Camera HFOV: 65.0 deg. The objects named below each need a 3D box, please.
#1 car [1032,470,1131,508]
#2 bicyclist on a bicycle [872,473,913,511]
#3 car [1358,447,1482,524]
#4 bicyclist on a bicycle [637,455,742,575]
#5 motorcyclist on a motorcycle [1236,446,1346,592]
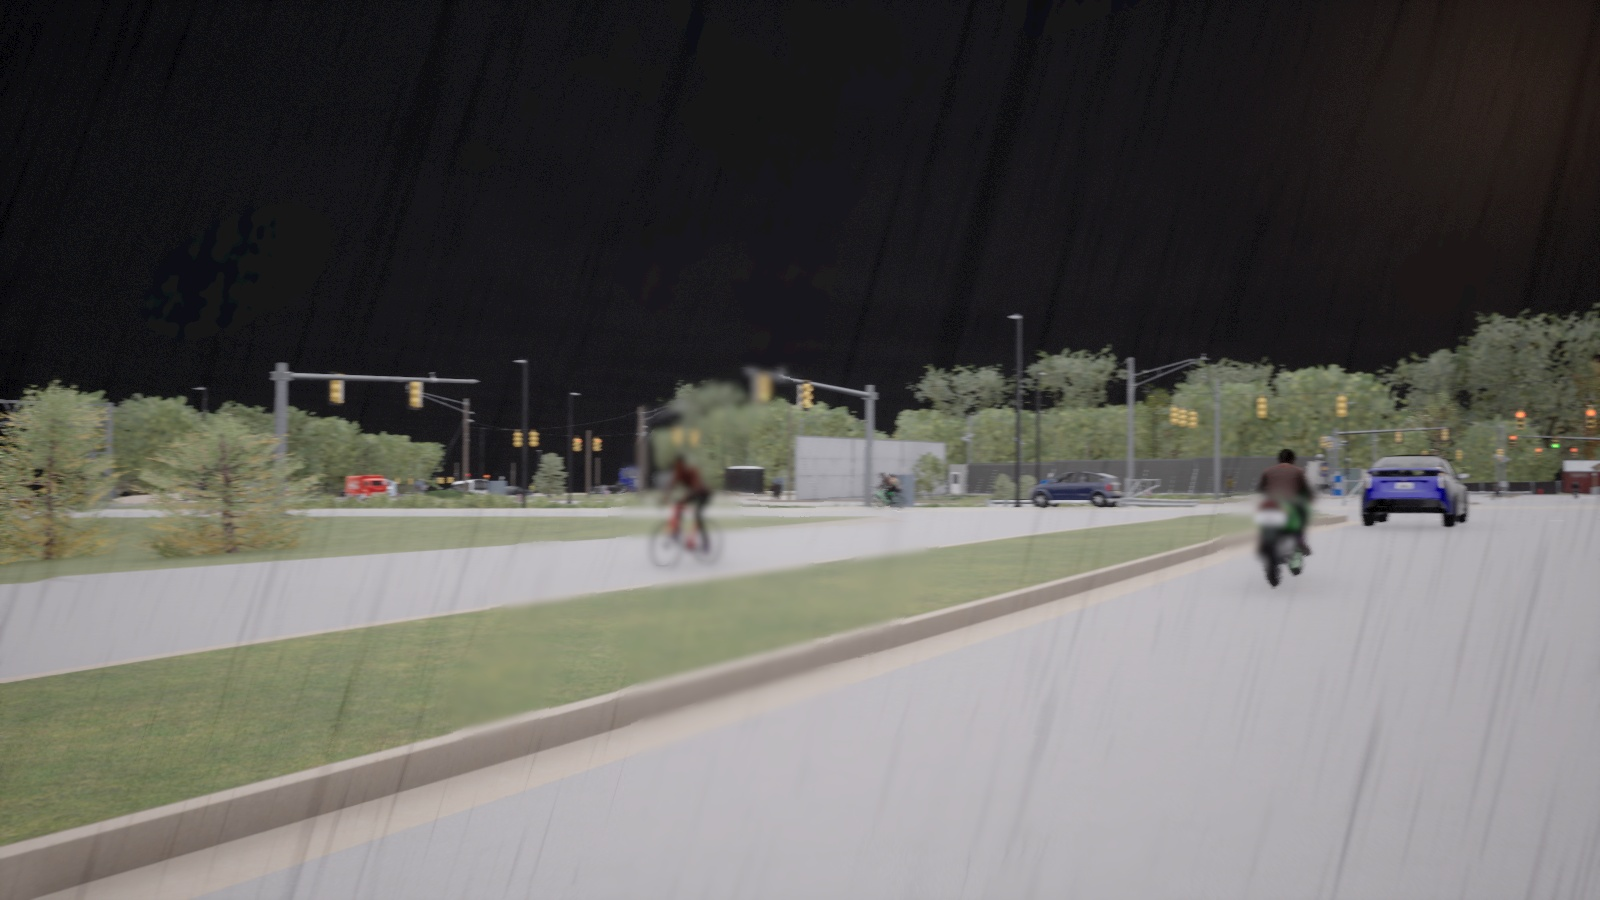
[{"bbox_3d":[11.926,1.654,53.233,3.705,1.549,1.789,-2,-2,31],"label":"car"},{"bbox_3d":[3.981,1.807,54.011,1.656,1.620,0.582,-2,-2,32],"label":"bicyclist on a bicycle"},{"bbox_3d":[13.611,0.777,27.431,2.007,1.525,4.514,-2,-2,31],"label":"car"},{"bbox_3d":[-1.547,0.876,17.802,0.582,1.620,1.656,0,0,32],"label":"bicyclist on a bicycle"},{"bbox_3d":[5.558,0.719,14.145,0.797,1.523,2.044,-1,0,31],"label":"motorcyclist on a motorcycle"}]
